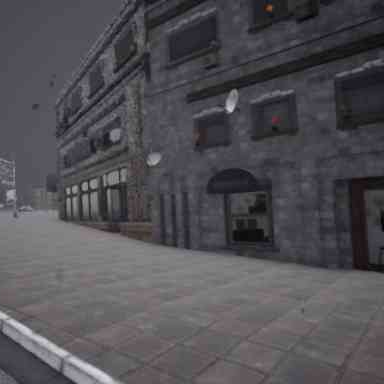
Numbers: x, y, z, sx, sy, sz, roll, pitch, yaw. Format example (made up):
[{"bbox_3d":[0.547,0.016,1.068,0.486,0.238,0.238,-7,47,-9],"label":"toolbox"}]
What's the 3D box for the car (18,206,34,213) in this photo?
[{"bbox_3d":[-33.577,3.477,67.309,2.033,1.411,5.357,-2,-2,-12],"label":"car"}]
